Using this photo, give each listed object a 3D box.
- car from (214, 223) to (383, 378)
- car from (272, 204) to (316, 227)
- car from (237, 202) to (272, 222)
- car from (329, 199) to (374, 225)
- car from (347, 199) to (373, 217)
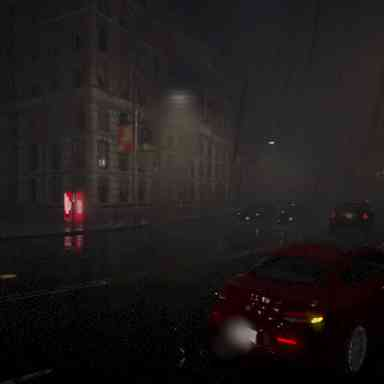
[{"bbox_3d":[2.352,1.523,5.545,4.674,1.442,1.812,0,0,-42],"label":"car"},{"bbox_3d":[7.286,1.552,22.971,1.994,1.385,4.181,0,0,30],"label":"car"},{"bbox_3d":[5.373,1.531,26.650,2.033,1.411,5.357,0,0,29],"label":"car"},{"bbox_3d":[9.528,1.342,19.691,2.097,1.767,4.553,0,0,31],"label":"car"},{"bbox_3d":[16.431,1.474,32.489,2.128,1.511,4.902,0,0,28],"label":"car"}]
